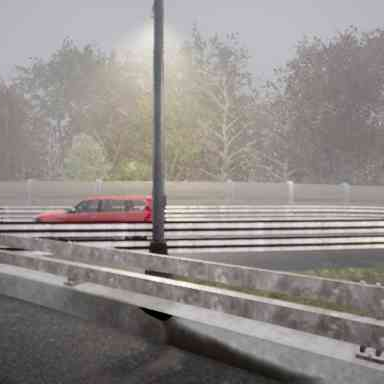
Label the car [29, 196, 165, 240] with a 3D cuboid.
[{"bbox_3d":[-3.844,1.187,14.044,5.566,2.045,2.150,0,0,-4],"label":"car"}]
